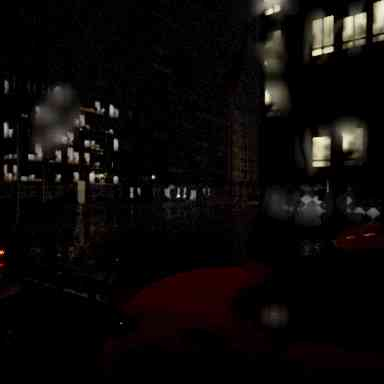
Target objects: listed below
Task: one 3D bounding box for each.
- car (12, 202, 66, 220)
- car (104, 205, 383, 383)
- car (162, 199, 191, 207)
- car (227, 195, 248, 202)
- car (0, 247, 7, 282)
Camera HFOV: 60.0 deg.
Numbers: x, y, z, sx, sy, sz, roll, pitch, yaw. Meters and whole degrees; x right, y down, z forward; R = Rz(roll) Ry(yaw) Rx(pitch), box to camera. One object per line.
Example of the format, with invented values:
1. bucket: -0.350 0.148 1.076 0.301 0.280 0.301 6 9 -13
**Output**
1. car: -13.027 1.566 28.581 1.994 1.385 4.181 1 0 37
2. car: 1.821 1.218 2.388 5.566 2.045 2.150 -1 0 35
3. car: -1.906 1.616 43.571 1.812 1.442 4.674 1 0 37
4. car: 7.725 1.172 56.384 2.097 1.767 4.553 1 0 37
5. car: -6.325 1.504 8.168 4.674 1.442 1.812 0 0 35
